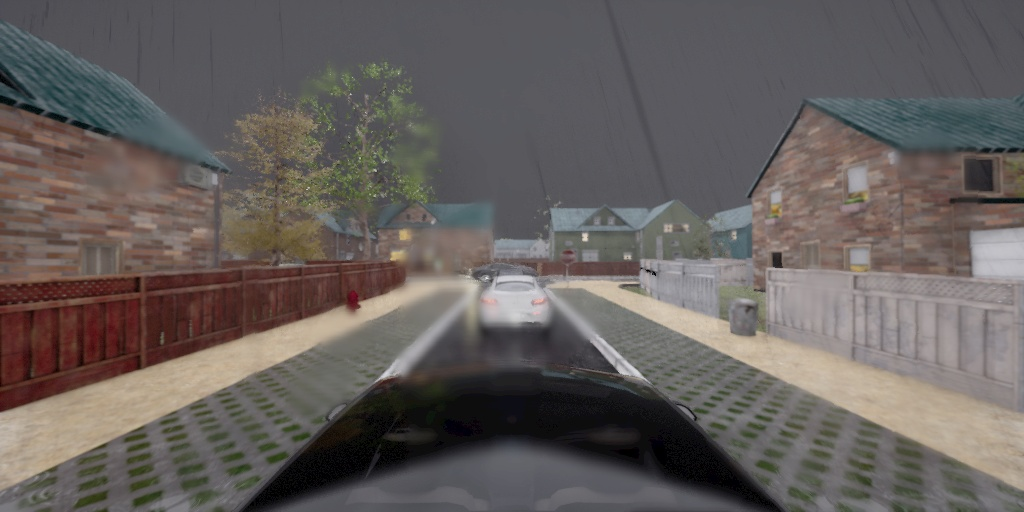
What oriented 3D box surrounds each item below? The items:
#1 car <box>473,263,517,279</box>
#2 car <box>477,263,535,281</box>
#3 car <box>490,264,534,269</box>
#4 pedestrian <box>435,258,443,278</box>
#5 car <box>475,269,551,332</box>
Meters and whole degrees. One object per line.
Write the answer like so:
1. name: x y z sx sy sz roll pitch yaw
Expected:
1. car: -0.455 1.243 26.728 4.892 1.490 1.837 0 -1 1
2. car: -0.452 1.316 29.682 4.674 1.442 1.812 0 -1 1
3. car: -0.109 1.322 19.743 1.895 1.301 4.718 0 0 -3
4. pedestrian: -6.722 1.058 32.683 0.375 1.860 0.375 0 -1 1
5. car: 0.094 1.262 10.654 1.812 1.442 4.674 0 0 0
